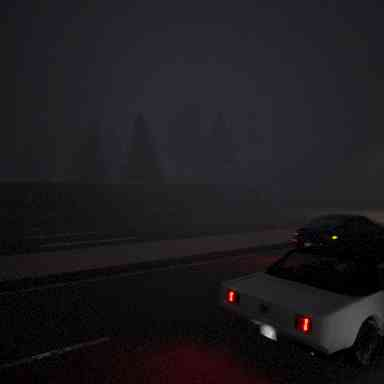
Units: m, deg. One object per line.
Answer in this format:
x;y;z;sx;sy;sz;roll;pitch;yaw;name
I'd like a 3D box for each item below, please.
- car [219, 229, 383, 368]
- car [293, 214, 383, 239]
2.835;1.601;5.769;4.718;1.301;1.895;0;0;-35;car
5.613;1.525;12.050;4.674;1.442;1.812;0;0;-35;car
